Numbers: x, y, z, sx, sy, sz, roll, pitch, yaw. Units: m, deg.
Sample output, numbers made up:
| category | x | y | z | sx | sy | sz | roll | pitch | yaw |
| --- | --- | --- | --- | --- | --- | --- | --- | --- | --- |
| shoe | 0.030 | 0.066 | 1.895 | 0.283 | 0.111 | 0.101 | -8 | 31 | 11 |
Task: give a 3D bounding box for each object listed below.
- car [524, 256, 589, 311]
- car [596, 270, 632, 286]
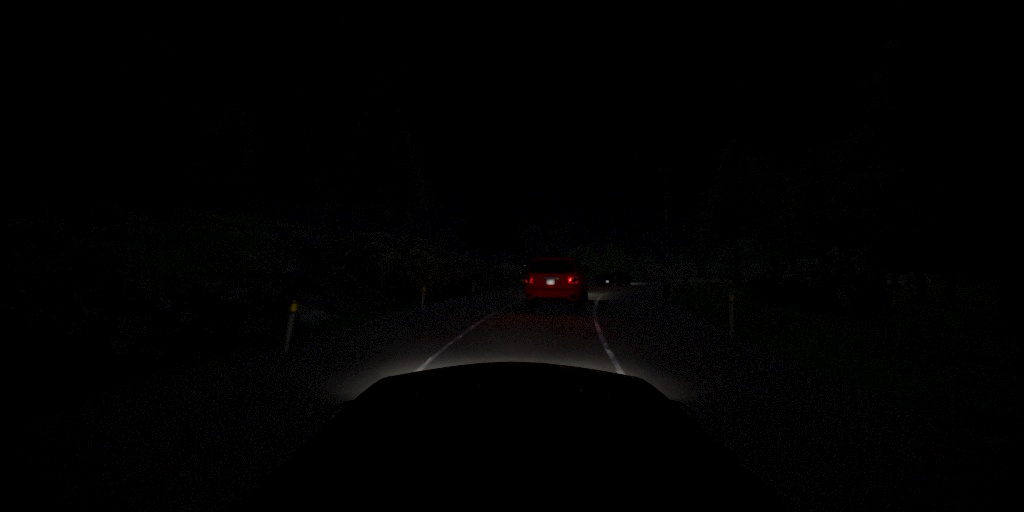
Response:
| category | x | y | z | sx | sy | sz | roll | pitch | yaw |
| --- | --- | --- | --- | --- | --- | --- | --- | --- | --- |
| car | 2.009 | 1.060 | 15.269 | 2.150 | 2.045 | 5.566 | 0 | -1 | 14 |
| car | 8.987 | 1.871 | 31.234 | 1.895 | 1.301 | 4.718 | -2 | -3 | 32 |
